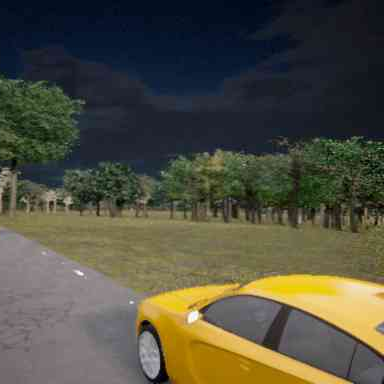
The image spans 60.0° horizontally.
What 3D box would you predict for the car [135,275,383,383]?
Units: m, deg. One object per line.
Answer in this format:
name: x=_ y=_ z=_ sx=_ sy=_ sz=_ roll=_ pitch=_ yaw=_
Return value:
car: x=1.146 y=1.634 z=3.472 sx=1.882 sy=1.535 sz=5.008 roll=2 pitch=-3 yaw=-36
